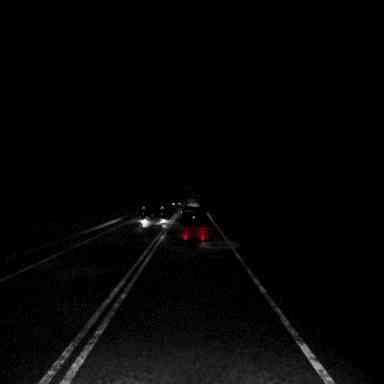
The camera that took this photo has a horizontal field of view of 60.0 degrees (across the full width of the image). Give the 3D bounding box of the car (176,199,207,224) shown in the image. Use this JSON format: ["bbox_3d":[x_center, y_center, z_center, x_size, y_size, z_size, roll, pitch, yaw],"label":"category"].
[{"bbox_3d":[0.127,1.535,25.379,2.128,1.511,4.902,0,0,0],"label":"car"}]

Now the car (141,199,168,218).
[{"bbox_3d":[-3.315,1.400,30.156,2.097,1.767,4.553,0,0,0],"label":"car"}]

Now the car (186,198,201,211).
[{"bbox_3d":[0.149,1.588,43.031,1.812,1.442,4.674,0,0,0],"label":"car"}]

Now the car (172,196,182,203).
[{"bbox_3d":[-3.166,1.605,70.616,2.033,1.411,5.357,0,0,0],"label":"car"}]
